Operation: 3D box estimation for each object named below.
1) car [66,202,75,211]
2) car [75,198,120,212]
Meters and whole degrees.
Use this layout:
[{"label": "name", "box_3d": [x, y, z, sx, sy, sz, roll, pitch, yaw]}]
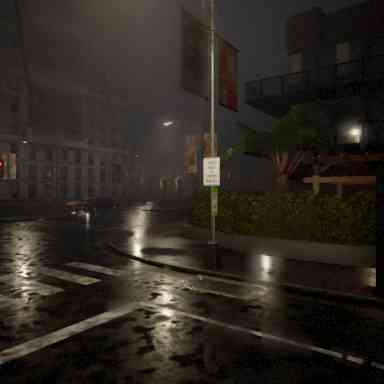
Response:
[{"label": "car", "box_3d": [-13.077, 1.478, 40.905, 1.882, 1.535, 5.008, 0, 0, 35]}, {"label": "car", "box_3d": [-10.581, 1.505, 38.361, 1.837, 1.490, 4.892, 0, 0, 36]}]
